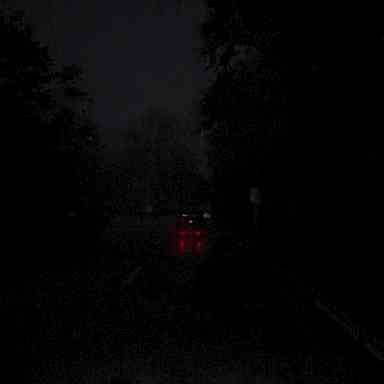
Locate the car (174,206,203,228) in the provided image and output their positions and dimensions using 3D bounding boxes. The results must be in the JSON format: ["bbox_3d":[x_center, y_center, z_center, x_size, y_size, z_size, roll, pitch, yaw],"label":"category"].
[{"bbox_3d":[-0.288,1.812,24.757,2.128,1.511,4.902,1,-1,-5],"label":"car"}]

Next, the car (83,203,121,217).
[{"bbox_3d":[-10.599,1.976,37.941,5.008,1.535,1.882,0,-2,19],"label":"car"}]
